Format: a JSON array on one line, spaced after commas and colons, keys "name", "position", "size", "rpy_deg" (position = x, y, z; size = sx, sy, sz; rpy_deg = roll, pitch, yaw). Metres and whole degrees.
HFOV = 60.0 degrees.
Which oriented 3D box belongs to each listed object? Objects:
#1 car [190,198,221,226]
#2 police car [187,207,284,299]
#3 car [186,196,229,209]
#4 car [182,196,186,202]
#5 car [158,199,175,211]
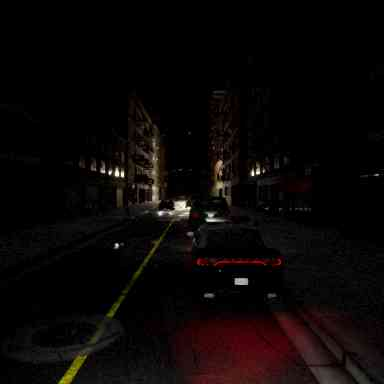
[{"name": "car", "position": [0.904, 1.361, 24.504], "size": [2.097, 1.767, 4.553], "rpy_deg": [0, 0, 0]}, {"name": "police car", "position": [0.901, 1.427, 8.644], "size": [1.930, 1.638, 5.238], "rpy_deg": [0, 0, 0]}, {"name": "car", "position": [0.904, 1.231, 18.565], "size": [2.150, 2.045, 5.566], "rpy_deg": [0, 0, 0]}, {"name": "car", "position": [0.032, 1.577, 46.862], "size": [2.033, 1.411, 5.357], "rpy_deg": [0, 0, 1]}, {"name": "car", "position": [-3.091, 1.570, 40.902], "size": [2.033, 1.411, 5.357], "rpy_deg": [0, 0, 0]}]
